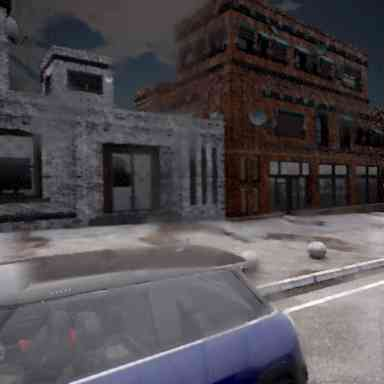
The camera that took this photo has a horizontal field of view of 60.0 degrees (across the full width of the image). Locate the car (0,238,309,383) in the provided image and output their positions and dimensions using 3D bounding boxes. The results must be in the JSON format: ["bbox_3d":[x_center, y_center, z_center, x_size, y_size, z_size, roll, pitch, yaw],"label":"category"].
[{"bbox_3d":[-1.212,1.344,2.545,4.553,1.767,2.097,0,0,-35],"label":"car"}]
